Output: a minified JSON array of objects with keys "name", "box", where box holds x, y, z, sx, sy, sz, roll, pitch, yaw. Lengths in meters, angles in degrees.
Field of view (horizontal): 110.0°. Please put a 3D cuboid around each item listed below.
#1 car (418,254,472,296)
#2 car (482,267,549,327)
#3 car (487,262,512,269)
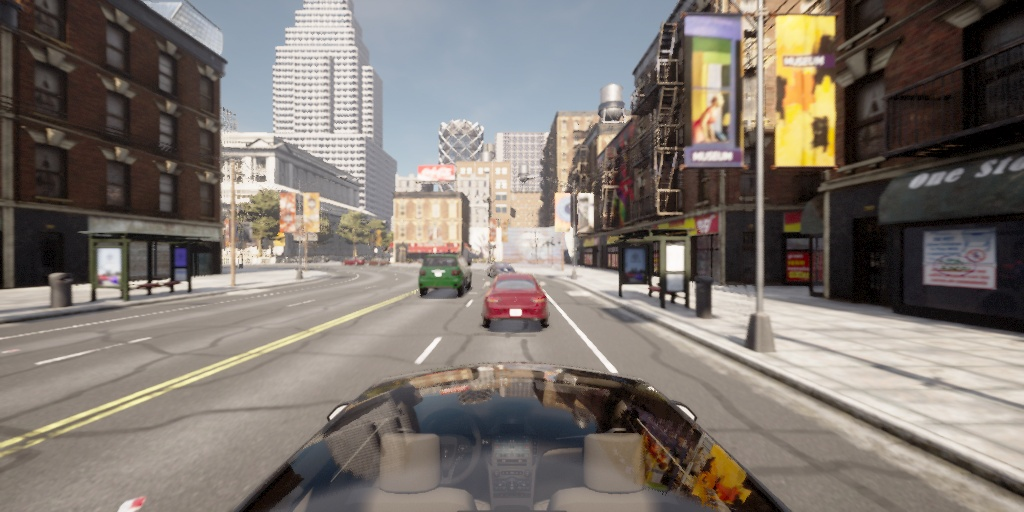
[{"name":"car","box":[-3.428,0.920,19.137,2.150,2.045,5.566,0,0,-1]},{"name":"car","box":[0.097,1.244,11.323,1.812,1.442,4.674,0,0,0]},{"name":"car","box":[-1.069,1.201,31.571,2.033,1.411,5.357,0,0,-12]}]
